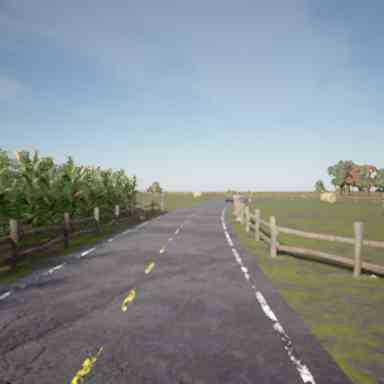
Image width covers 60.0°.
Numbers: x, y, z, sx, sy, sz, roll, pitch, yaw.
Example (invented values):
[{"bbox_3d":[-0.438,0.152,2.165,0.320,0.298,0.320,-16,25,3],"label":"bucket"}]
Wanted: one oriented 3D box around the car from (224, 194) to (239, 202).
[{"bbox_3d":[8.124,1.465,71.338,2.033,1.411,5.357,0,0,14],"label":"car"}]
